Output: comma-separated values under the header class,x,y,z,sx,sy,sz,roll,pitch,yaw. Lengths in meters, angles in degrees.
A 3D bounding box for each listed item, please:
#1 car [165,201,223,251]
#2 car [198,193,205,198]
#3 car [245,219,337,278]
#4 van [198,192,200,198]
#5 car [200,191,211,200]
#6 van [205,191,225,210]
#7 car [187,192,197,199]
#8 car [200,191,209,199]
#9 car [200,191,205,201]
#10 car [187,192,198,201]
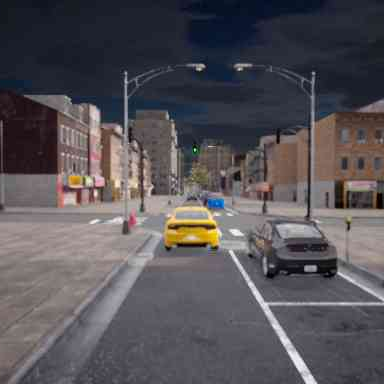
class,x,y,z,sx,sy,sz,roll,pitch,yaw
car,-0.035,1.330,13.430,1.882,1.535,5.008,0,1,-1
car,2.627,1.004,94.710,1.887,1.381,4.507,-2,0,0
car,2.627,1.442,9.560,2.008,1.369,4.403,-1,1,0
van,2.622,0.854,62.967,1.690,1.788,3.998,-1,0,0
car,2.989,0.705,75.063,2.150,2.045,5.566,0,0,0
van,2.622,0.996,36.515,1.690,1.788,3.998,-1,0,0
car,0.008,0.830,76.879,2.128,1.511,4.902,0,0,0
car,2.990,0.693,82.066,2.150,2.045,5.566,0,0,0
car,2.622,0.901,47.097,2.192,1.841,5.009,-1,0,0
car,0.044,1.106,65.135,1.895,1.301,4.718,0,0,1
